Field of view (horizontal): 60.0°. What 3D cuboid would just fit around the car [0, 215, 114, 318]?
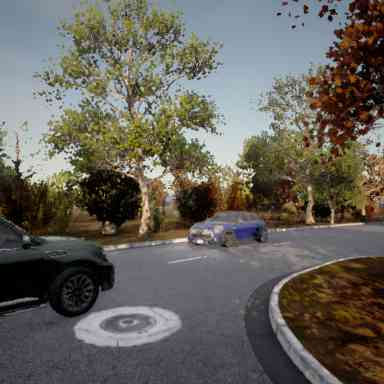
[{"bbox_3d":[-4.019,1.252,5.442,2.150,2.045,5.566,-1,-2,42],"label":"car"}]

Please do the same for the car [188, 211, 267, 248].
[{"bbox_3d":[1.889,1.759,16.907,2.097,1.767,4.553,-1,-3,43],"label":"car"}]
